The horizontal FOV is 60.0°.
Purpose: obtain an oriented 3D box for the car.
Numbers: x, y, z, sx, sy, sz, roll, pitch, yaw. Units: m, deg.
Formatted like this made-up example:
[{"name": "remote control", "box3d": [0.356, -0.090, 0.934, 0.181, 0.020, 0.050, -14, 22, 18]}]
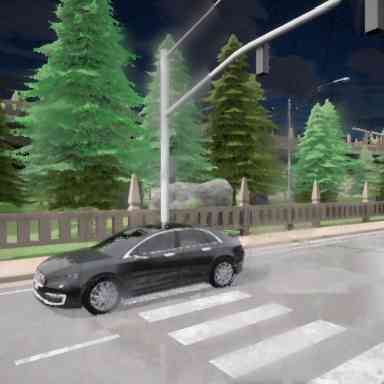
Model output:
[{"name": "car", "box3d": [-0.924, 1.505, 7.631, 4.892, 1.490, 1.837, 0, 0, -35]}]
